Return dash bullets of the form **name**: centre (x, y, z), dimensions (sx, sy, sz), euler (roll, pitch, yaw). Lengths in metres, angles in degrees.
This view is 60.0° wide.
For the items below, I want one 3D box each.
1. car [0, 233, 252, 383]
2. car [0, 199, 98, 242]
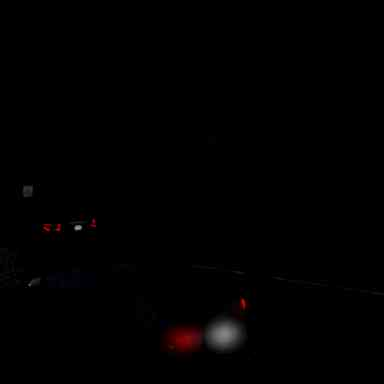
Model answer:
- **car**: centre (-1.270, 1.583, 4.899), dimensions (4.181, 1.385, 1.994), euler (0, 0, 36)
- **car**: centre (-5.935, 1.282, 12.526), dimensions (5.566, 2.045, 2.150), euler (0, 0, 36)
